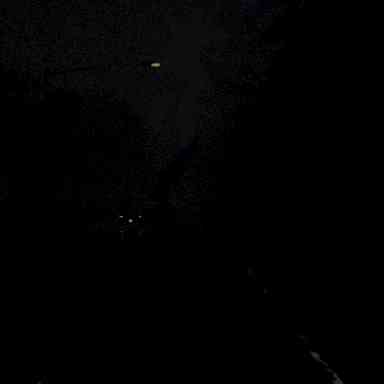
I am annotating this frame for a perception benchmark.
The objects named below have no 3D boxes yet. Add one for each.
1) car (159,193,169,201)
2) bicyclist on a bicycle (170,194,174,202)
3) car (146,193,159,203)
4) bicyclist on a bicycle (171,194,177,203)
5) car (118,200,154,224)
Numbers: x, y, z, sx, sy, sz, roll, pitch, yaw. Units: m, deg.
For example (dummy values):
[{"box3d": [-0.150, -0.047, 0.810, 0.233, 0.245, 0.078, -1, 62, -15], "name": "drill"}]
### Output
[{"box3d": [-6.426, 1.335, 78.209, 2.033, 1.411, 5.357, 0, 0, -10], "name": "car"}, {"box3d": [-4.246, 1.309, 70.340, 0.582, 1.620, 1.656, 0, 0, -8], "name": "bicyclist on a bicycle"}, {"box3d": [-8.353, 1.414, 67.629, 1.994, 1.385, 4.181, 0, 0, -8], "name": "car"}, {"box3d": [-3.343, 1.332, 63.825, 0.866, 1.612, 1.509, 0, 0, -7], "name": "bicyclist on a bicycle"}, {"box3d": [-4.314, 1.584, 25.306, 2.033, 1.411, 5.357, 0, 0, -3], "name": "car"}]
